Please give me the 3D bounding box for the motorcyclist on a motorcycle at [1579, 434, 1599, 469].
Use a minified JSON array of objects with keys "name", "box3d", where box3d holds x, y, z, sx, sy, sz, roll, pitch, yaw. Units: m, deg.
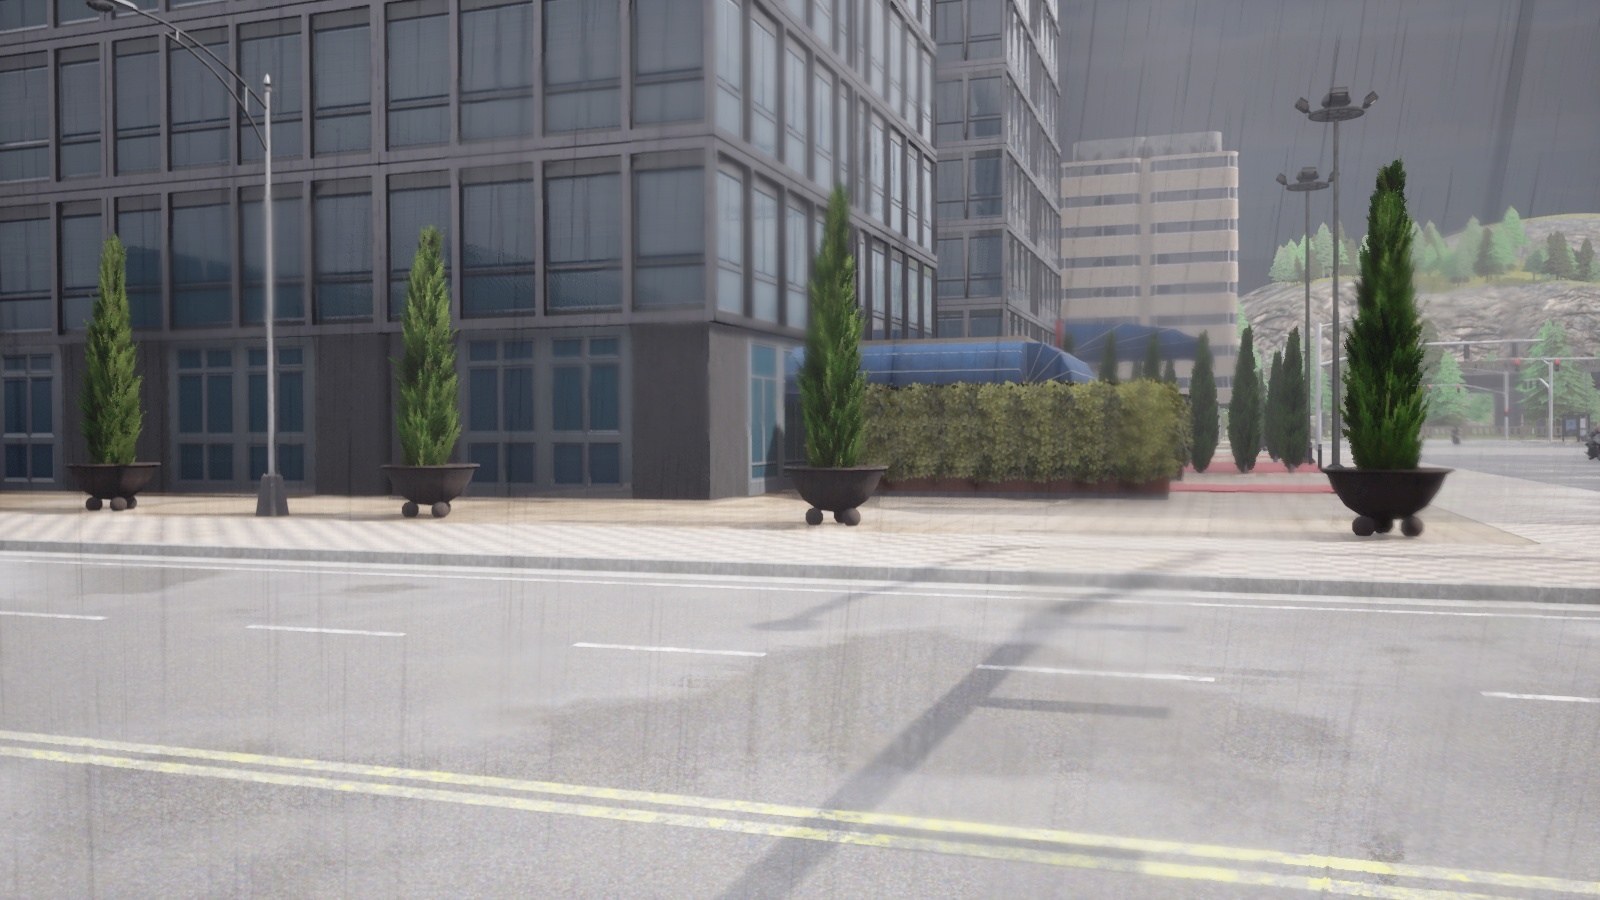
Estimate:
[{"name":"motorcyclist on a motorcycle","box3d":[36.394,0.057,57.331,0.866,1.530,2.191,0,1,18]}]
